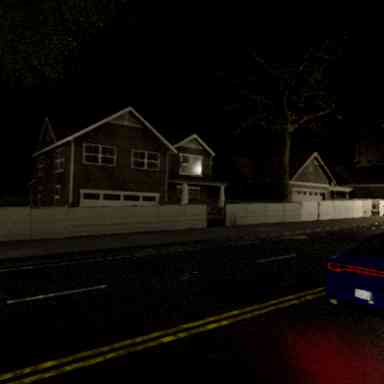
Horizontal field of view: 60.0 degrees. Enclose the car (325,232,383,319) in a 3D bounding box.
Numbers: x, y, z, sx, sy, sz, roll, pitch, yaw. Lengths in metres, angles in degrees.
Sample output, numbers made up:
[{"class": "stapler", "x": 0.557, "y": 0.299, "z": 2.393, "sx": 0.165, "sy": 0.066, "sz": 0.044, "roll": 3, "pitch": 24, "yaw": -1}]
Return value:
[{"class": "car", "x": 4.800, "y": 1.534, "z": 6.865, "sx": 5.008, "sy": 1.535, "sz": 1.882, "roll": 0, "pitch": 0, "yaw": -36}]
